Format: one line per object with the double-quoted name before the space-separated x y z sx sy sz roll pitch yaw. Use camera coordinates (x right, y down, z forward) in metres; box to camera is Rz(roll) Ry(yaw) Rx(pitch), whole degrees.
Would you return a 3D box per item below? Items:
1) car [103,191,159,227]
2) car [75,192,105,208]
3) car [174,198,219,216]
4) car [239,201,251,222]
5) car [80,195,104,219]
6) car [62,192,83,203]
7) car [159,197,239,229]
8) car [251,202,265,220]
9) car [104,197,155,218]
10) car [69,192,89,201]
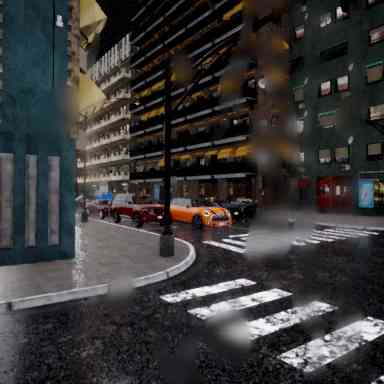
"car" -3.235 1.034 20.302 2.192 1.841 5.009 2 0 -36
"car" -11.202 1.017 35.712 1.812 1.442 4.674 1 1 -36
"car" 0.303 1.288 29.696 1.802 1.307 4.206 2 0 -36
"car" 1.710 1.336 23.375 1.994 1.385 4.181 1 1 -36
"car" -6.507 1.183 24.814 1.887 1.381 4.507 2 0 -36
"car" -18.455 0.782 51.174 1.837 1.490 4.892 1 1 -36
"car" 0.277 1.126 19.885 2.097 1.767 4.553 1 0 -37
"car" 3.569 1.353 25.183 1.947 1.339 4.313 2 0 -36
"car" -5.321 1.184 27.576 2.033 1.411 5.357 1 0 -36
"car" -19.293 0.769 56.770 1.887 1.381 4.507 2 0 -36
